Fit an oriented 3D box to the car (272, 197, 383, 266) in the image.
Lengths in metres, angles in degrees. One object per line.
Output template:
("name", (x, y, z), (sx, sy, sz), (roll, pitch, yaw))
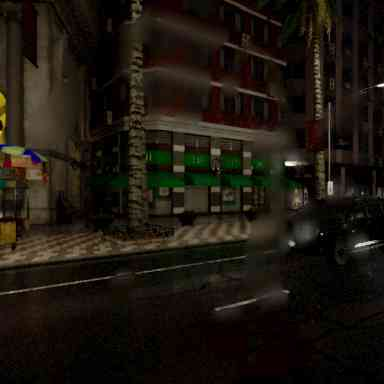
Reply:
("car", (5.327, 1.218, 11.929), (5.566, 2.045, 2.150), (-1, 0, -35))
